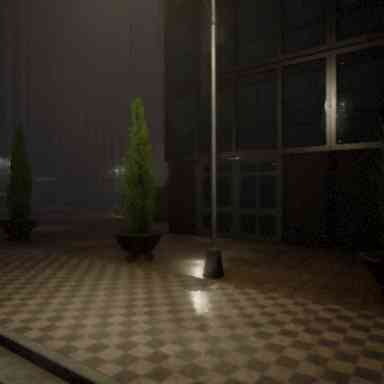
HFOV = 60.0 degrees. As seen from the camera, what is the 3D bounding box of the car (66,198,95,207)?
[{"bbox_3d":[-16.776,1.580,50.241,1.994,1.385,4.181,0,0,35],"label":"car"}]
